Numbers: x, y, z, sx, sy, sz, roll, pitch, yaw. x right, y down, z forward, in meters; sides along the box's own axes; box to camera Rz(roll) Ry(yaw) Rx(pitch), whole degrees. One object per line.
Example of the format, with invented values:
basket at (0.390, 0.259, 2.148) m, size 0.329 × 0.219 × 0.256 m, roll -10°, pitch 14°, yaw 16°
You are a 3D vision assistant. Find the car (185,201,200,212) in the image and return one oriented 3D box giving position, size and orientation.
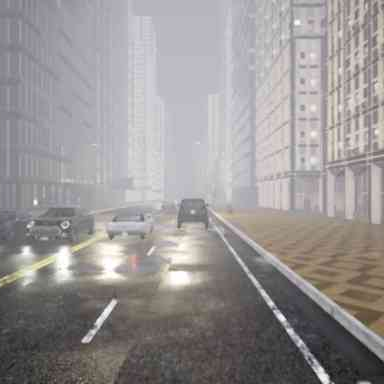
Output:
car at (0.097, 1.945, 45.176) m, size 1.994 × 1.385 × 4.181 m, roll 0°, pitch 0°, yaw 0°

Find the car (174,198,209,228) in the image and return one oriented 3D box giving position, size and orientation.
car at (0.081, 1.414, 24.053) m, size 2.150 × 2.045 × 5.566 m, roll 0°, pitch 0°, yaw 0°

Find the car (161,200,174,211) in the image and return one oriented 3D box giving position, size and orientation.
car at (-3.152, 1.882, 46.064) m, size 2.128 × 1.511 × 4.902 m, roll 0°, pitch 0°, yaw 0°

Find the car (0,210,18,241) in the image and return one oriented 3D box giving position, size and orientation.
car at (-9.752, 1.687, 17.848) m, size 2.033 × 1.411 × 5.357 m, roll 0°, pitch -1°, yaw 0°

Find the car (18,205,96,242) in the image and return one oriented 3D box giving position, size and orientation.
car at (-6.510, 1.483, 16.947) m, size 2.097 × 1.767 × 4.553 m, roll 0°, pitch 0°, yaw 0°

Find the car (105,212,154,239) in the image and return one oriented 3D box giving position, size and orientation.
car at (-3.209, 1.742, 18.139) m, size 1.895 × 1.301 × 4.718 m, roll 0°, pitch 0°, yaw 1°
